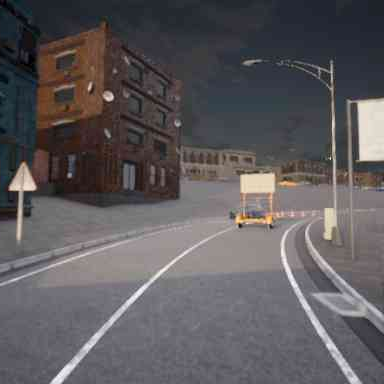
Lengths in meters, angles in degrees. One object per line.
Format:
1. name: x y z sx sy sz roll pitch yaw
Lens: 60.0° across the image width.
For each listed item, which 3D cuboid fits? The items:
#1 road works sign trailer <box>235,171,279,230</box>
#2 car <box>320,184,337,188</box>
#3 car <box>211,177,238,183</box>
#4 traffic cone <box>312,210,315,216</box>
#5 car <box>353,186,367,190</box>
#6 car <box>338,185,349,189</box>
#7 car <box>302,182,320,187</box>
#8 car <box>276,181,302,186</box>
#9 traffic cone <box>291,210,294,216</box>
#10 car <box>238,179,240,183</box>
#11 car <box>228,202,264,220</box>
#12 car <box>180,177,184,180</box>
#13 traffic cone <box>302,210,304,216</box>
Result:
1. road works sign trailer: 4.351 0.505 21.680 2.380 3.560 2.880 -1 -1 29
2. car: 31.925 -1.208 80.170 4.792 1.488 2.163 3 -5 -26
3. car: 6.339 -2.257 69.205 4.892 1.521 2.231 2 -5 -21
4. traffic cone: 11.842 2.067 32.416 0.340 0.580 0.340 -2 -2 28
5. car: 41.629 -0.769 85.202 4.892 1.521 2.231 3 -5 -28
6. car: 36.848 -0.966 82.655 4.674 1.452 2.002 3 -5 -27
7. car: 26.769 -1.595 77.700 4.553 1.767 2.185 2 -5 -24
8. car: 21.739 -1.685 75.414 5.008 1.535 2.097 2 -5 -23
9. traffic cone: 10.079 2.141 33.351 0.340 0.580 0.340 -2 -2 29
10. car: 11.495 -2.088 71.168 4.892 1.521 2.231 2 -5 -21
11. car: 4.884 1.701 29.582 1.837 1.490 4.892 -2 -2 31
12. car: -3.888 -2.692 65.337 4.553 1.767 2.185 2 -5 -21
13. traffic cone: 10.963 2.104 32.884 0.340 0.580 0.340 -2 -2 28
